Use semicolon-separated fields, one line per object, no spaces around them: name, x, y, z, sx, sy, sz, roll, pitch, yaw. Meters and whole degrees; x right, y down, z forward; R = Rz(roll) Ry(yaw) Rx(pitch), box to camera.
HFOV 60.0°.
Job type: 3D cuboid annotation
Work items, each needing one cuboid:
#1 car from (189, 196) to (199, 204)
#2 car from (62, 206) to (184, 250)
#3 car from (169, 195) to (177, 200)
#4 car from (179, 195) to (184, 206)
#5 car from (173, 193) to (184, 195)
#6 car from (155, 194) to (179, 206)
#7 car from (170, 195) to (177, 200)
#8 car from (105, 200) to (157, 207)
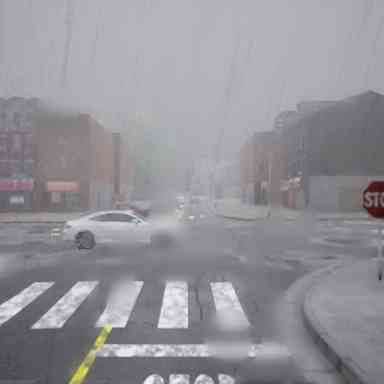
car;0.383;1.532;63.972;2.033;1.411;5.357;0;0;-3
car;-2.644;1.423;13.071;4.674;1.442;1.812;-1;-1;-1
car;-5.295;1.544;92.725;2.008;1.369;4.403;1;0;0
car;-2.569;1.484;44.250;2.128;1.511;4.902;0;0;0
car;-2.546;1.205;58.066;2.150;2.045;5.566;0;0;0
car;-2.874;1.351;32.372;2.097;1.767;4.553;0;0;4
car;-5.337;1.521;94.698;1.752;1.417;4.829;1;0;0
car;-5.232;1.521;22.964;5.008;1.535;1.882;-2;0;0
